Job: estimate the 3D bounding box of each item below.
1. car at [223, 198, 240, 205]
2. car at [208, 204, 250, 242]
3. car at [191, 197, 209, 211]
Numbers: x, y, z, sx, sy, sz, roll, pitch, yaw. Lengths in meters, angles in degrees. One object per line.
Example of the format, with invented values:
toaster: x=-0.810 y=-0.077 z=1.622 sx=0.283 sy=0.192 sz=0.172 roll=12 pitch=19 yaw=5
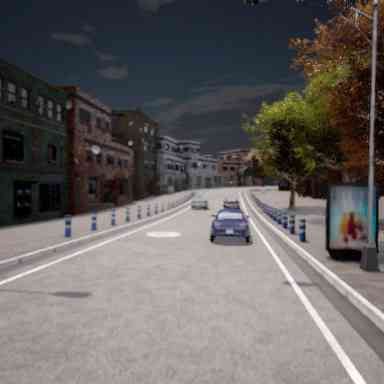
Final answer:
car: x=4.571 y=1.423 z=38.733 sx=2.128 sy=1.511 sz=4.902 roll=1 pitch=2 yaw=7
car: x=1.932 y=1.583 z=16.850 sx=1.812 sy=1.442 sz=4.674 roll=1 pitch=0 yaw=7
car: x=0.992 y=1.381 z=39.862 sx=1.812 sy=1.442 sz=4.674 roll=1 pitch=2 yaw=7
